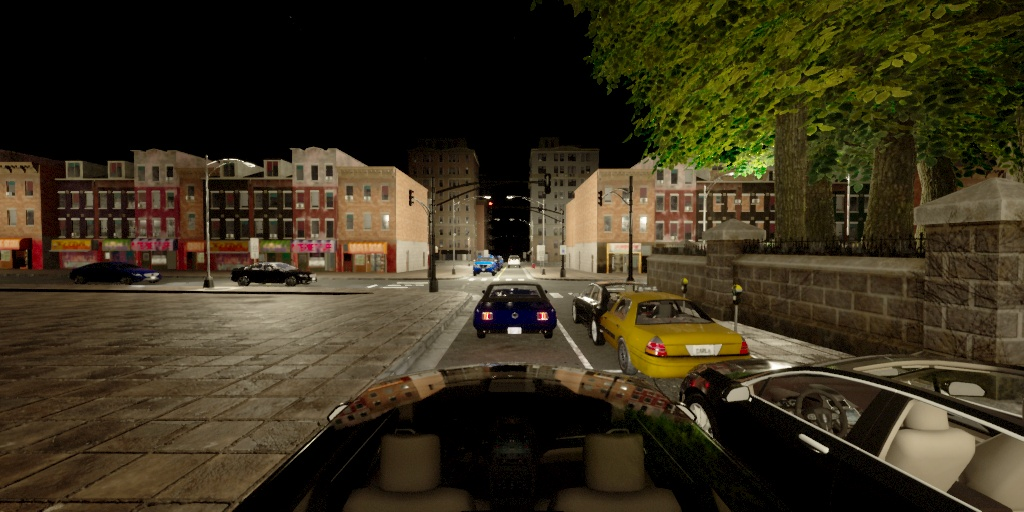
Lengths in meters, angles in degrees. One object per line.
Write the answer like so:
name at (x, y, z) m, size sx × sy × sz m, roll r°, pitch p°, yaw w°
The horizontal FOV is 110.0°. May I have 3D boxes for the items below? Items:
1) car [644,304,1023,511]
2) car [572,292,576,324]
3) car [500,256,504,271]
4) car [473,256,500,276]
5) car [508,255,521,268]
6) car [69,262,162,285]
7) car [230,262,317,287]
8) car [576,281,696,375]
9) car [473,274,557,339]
car at (2.637, 1.300, 2.146) m, size 2.007 × 1.370 × 4.403 m, roll 0°, pitch 0°, yaw 0°
car at (2.662, 1.298, 9.281) m, size 2.007 × 1.370 × 4.403 m, roll 0°, pitch 0°, yaw 0°
car at (-2.645, 0.988, 47.873) m, size 2.150 × 2.045 × 5.566 m, roll 0°, pitch 0°, yaw 1°
car at (-2.744, 0.978, 37.261) m, size 2.150 × 2.045 × 5.566 m, roll 0°, pitch 0°, yaw 0°
car at (0.409, 1.005, 63.755) m, size 2.150 × 2.045 × 5.566 m, roll 0°, pitch 0°, yaw 1°
car at (-25.129, 1.082, 22.772) m, size 4.674 × 1.442 × 1.812 m, roll 1°, pitch 1°, yaw 0°
car at (-15.025, 1.159, 22.748) m, size 4.902 × 1.511 × 2.128 m, roll 1°, pitch 1°, yaw 0°
car at (2.687, 1.273, 7.307) m, size 1.751 × 1.417 × 4.829 m, roll 0°, pitch 0°, yaw 0°
car at (0.076, 1.348, 10.086) m, size 1.895 × 1.301 × 4.718 m, roll 0°, pitch 0°, yaw 0°
